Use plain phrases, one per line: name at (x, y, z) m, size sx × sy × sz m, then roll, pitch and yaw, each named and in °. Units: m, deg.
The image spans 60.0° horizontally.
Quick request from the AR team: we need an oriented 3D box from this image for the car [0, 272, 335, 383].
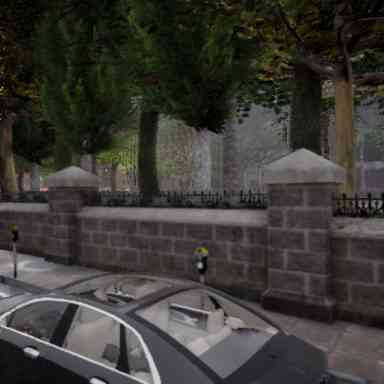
car at (-0.878, 1.549, 3.448) m, size 4.403 × 1.369 × 2.008 m, roll 0°, pitch -1°, yaw 36°
